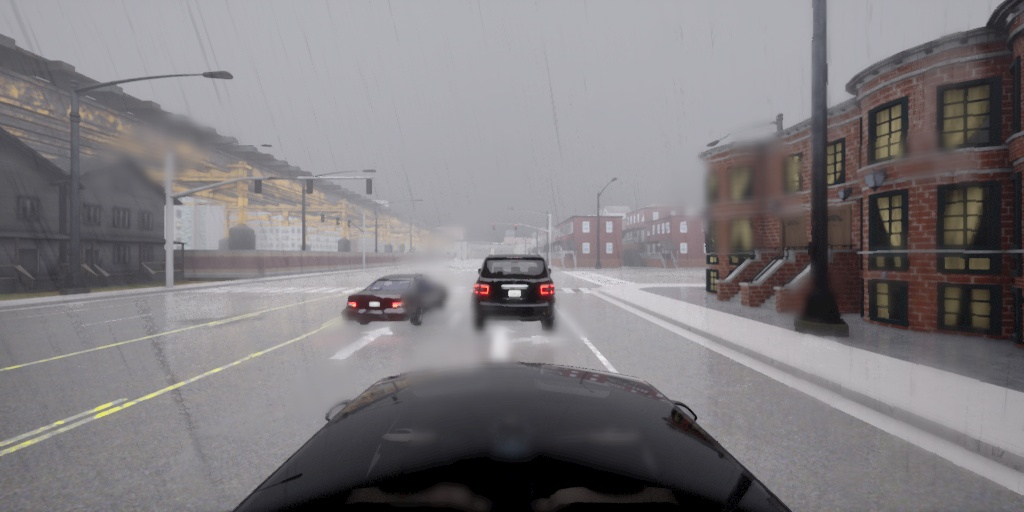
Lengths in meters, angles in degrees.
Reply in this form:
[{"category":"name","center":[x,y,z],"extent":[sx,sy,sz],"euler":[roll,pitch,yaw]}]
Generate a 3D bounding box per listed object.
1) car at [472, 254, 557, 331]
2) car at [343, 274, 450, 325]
[{"category":"car","center":[0.082,0.968,11.076],"extent":[2.150,2.045,5.566],"euler":[0,0,0]},{"category":"car","center":[-3.443,1.294,11.757],"extent":[2.033,1.411,5.357],"euler":[0,0,2]}]
